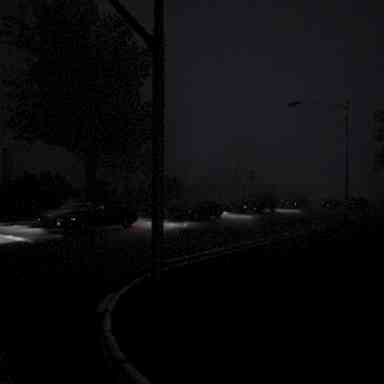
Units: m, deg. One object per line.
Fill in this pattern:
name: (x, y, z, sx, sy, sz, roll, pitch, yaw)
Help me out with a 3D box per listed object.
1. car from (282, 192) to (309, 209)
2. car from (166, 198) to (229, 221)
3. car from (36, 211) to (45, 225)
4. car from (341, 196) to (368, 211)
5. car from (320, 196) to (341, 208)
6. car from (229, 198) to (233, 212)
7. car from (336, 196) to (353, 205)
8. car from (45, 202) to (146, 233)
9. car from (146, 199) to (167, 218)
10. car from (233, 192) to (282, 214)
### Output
car: (13.333, 1.015, 42.921, 2.150, 2.045, 5.566, 1, 1, 36)
car: (0.557, 1.352, 26.370, 1.882, 1.535, 5.008, 1, 0, 39)
car: (-7.645, 1.376, 21.705, 1.812, 1.442, 4.674, 1, 0, 40)
car: (19.586, 1.337, 39.379, 2.128, 1.511, 4.902, 1, 1, 36)
car: (18.502, 1.397, 43.940, 1.895, 1.301, 4.718, 1, 1, 35)
car: (4.522, 1.365, 37.071, 2.033, 1.411, 5.357, 1, 1, 38)
car: (23.989, 1.290, 52.216, 1.994, 1.385, 4.181, 1, 1, 32)
car: (-5.331, 1.369, 18.998, 2.128, 1.511, 4.902, 1, 0, 39)
car: (-1.912, 1.338, 28.888, 2.128, 1.511, 4.902, 1, 0, 38)
car: (6.854, 1.070, 34.372, 2.150, 2.045, 5.566, 1, 1, 38)
